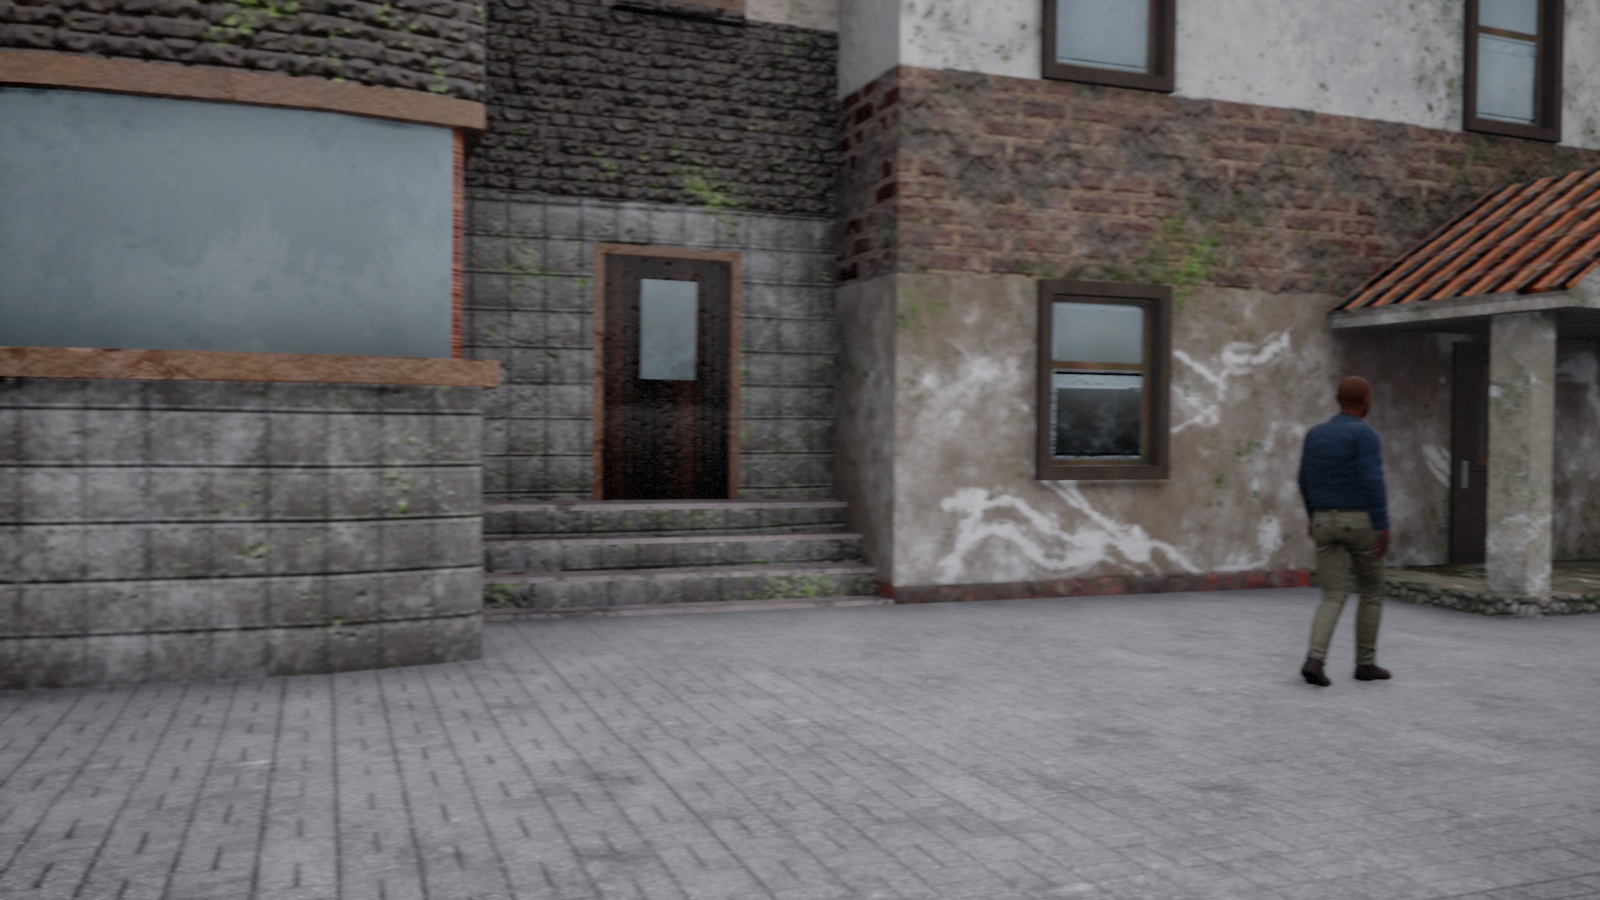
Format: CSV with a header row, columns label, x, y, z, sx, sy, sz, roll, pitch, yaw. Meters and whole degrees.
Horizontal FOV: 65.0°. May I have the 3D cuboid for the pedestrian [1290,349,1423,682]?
label,x,y,z,sx,sy,sz,roll,pitch,yaw
pedestrian,3.221,0.355,7.261,0.726,1.835,0.370,-1,1,-34
